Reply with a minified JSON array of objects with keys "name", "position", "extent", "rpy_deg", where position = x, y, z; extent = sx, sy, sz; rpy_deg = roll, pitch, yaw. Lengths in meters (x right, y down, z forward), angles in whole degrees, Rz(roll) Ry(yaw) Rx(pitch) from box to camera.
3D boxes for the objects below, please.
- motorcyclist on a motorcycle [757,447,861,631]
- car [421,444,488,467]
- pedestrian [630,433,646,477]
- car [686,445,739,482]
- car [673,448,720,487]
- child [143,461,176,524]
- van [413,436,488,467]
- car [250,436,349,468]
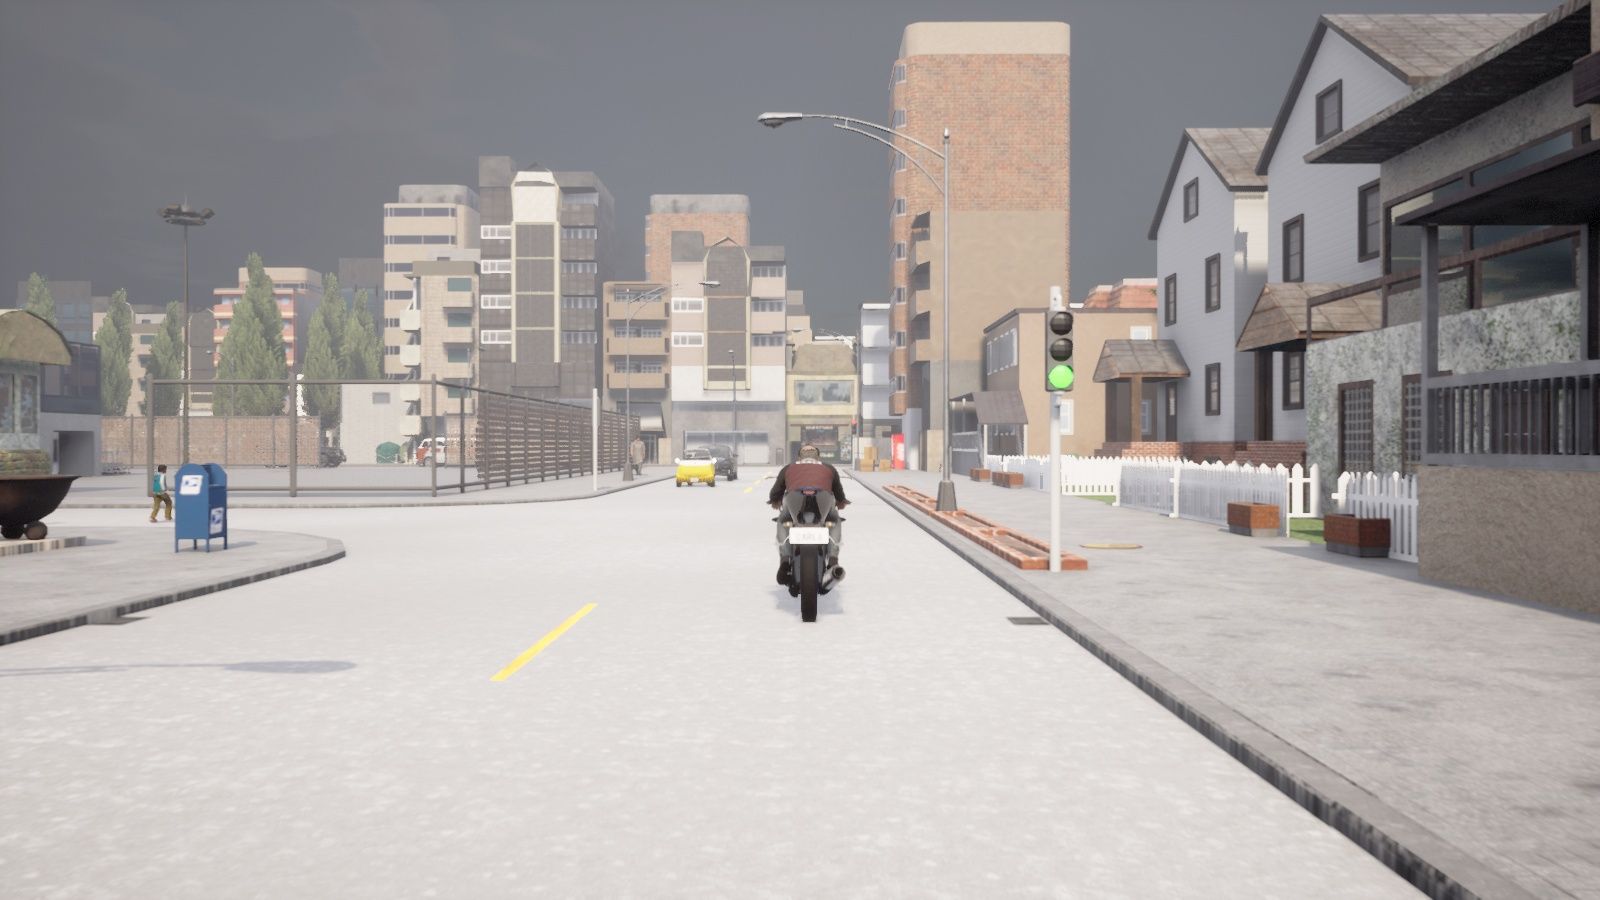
[{"name":"motorcyclist on a motorcycle","position":[0.081,0.735,11.558],"extent":[0.866,1.530,2.191],"rpy_deg":[0,0,0]},{"name":"car","position":[-22.285,0.366,81.065],"extent":[3.806,1.475,1.970],"rpy_deg":[0,0,1]},{"name":"pedestrian","position":[-7.335,0.220,56.856],"extent":[0.659,1.952,0.873],"rpy_deg":[0,0,-12]},{"name":"car","position":[-3.673,0.532,53.422],"extent":[1.837,1.490,4.892],"rpy_deg":[0,0,1]},{"name":"car","position":[-3.693,0.616,45.157],"extent":[1.481,1.376,2.207],"rpy_deg":[0,0,1]},{"name":"child","position":[-12.281,0.809,24.091],"extent":[0.343,1.192,0.448],"rpy_deg":[0,0,19]},{"name":"van","position":[-23.641,0.107,85.066],"extent":[4.480,2.038,2.069],"rpy_deg":[0,0,0]},{"name":"car","position":[-32.295,0.111,81.121],"extent":[5.566,2.045,2.150],"rpy_deg":[0,0,1]}]
